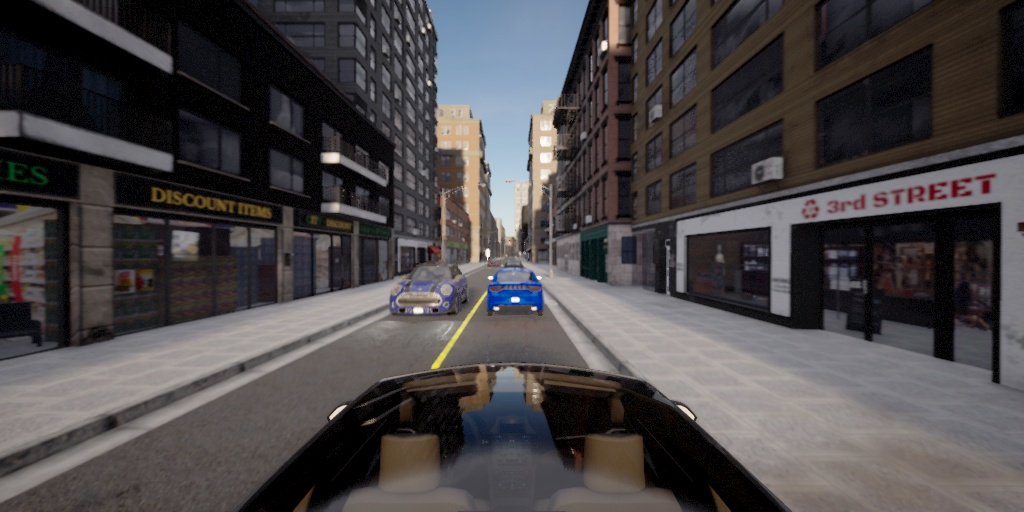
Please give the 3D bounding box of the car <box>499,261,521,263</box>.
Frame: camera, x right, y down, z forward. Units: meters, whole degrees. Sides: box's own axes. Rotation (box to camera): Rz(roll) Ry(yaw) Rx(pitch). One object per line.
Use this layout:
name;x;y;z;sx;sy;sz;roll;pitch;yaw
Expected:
car;0.119;1.132;30.610;1.837;1.490;4.892;0;0;0

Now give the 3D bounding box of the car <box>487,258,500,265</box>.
car;-2.781;1.071;55.637;1.994;1.385;4.181;0;0;0

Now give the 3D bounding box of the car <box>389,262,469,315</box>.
car;-2.844;1.056;13.149;2.097;1.767;4.553;0;0;0

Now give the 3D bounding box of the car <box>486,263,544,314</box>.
car;0.105;1.180;13.471;1.882;1.535;5.008;0;0;0
